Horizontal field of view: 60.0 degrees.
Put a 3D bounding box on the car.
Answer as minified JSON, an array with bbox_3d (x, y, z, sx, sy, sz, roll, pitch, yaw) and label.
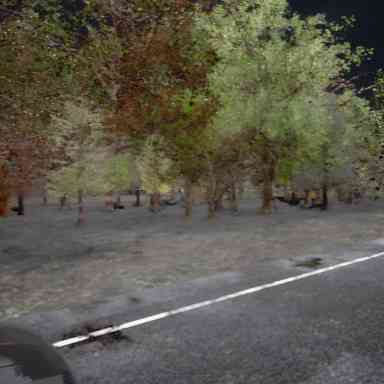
[{"bbox_3d":[-3.070,1.501,1.574,4.892,1.490,1.837,-1,1,-38],"label":"car"}]
